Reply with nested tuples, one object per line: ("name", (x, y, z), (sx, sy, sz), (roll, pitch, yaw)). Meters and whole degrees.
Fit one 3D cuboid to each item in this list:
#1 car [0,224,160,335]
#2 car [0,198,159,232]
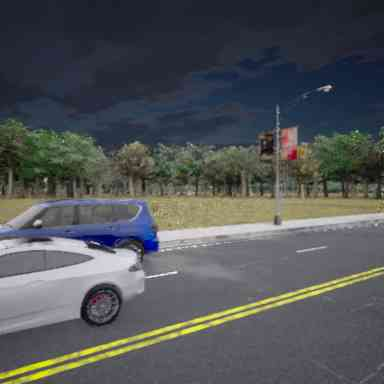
("car", (-3.044, 1.523, 5.506), (4.674, 1.442, 1.812), (0, 0, -36))
("car", (-3.558, 1.215, 9.130), (5.566, 2.045, 2.150), (0, 0, -35))
